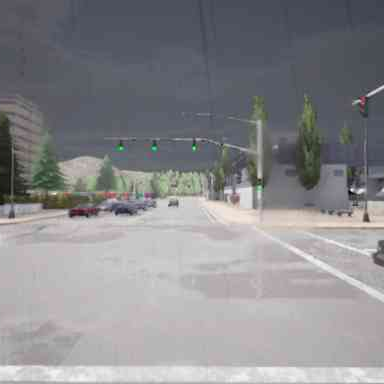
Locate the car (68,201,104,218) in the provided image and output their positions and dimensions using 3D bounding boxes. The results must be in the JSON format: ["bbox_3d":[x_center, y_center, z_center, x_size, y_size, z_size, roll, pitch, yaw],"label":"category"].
[{"bbox_3d":[-10.590,1.849,32.964,1.895,1.301,4.718,0,0,0],"label":"car"}]

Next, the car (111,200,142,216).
[{"bbox_3d":[-7.084,1.874,36.233,1.895,1.301,4.718,0,0,0],"label":"car"}]

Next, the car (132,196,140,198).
[{"bbox_3d":[-10.501,2.023,63.185,2.033,1.411,5.357,0,0,0],"label":"car"}]

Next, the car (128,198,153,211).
[{"bbox_3d":[-7.076,1.893,45.878,2.033,1.411,5.357,0,0,0],"label":"car"}]

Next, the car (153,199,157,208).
[{"bbox_3d":[-7.004,1.914,56.145,2.128,1.511,4.902,0,0,0],"label":"car"}]

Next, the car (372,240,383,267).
[{"bbox_3d":[7.729,1.614,8.687,5.357,1.411,2.033,0,-1,0],"label":"car"}]

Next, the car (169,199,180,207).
[{"bbox_3d":[-3.395,2.023,63.092,2.033,1.411,5.357,0,0,0],"label":"car"}]

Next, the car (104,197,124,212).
[{"bbox_3d":[-10.588,1.809,42.233,2.128,1.511,4.902,0,0,0],"label":"car"}]

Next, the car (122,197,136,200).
[{"bbox_3d":[-10.535,1.944,52.697,2.033,1.411,5.357,0,0,1],"label":"car"}]
